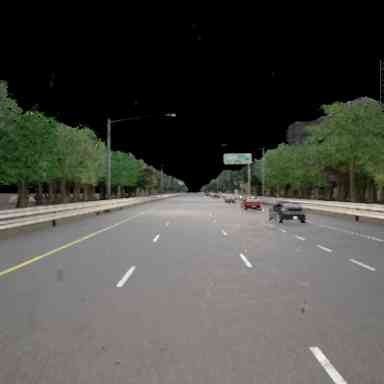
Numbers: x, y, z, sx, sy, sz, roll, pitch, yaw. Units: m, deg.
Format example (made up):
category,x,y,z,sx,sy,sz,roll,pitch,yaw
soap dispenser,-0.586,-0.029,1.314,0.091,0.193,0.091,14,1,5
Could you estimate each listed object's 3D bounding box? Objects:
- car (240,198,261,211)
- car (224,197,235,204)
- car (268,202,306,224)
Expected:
category,x,y,z,sx,sy,sz,roll,pitch,yaw
car,7.110,1.493,40.630,1.882,1.535,5.008,0,0,0
car,7.258,1.583,64.667,1.895,1.301,4.718,0,0,0
car,7.046,1.505,25.045,1.837,1.490,4.892,0,0,0
